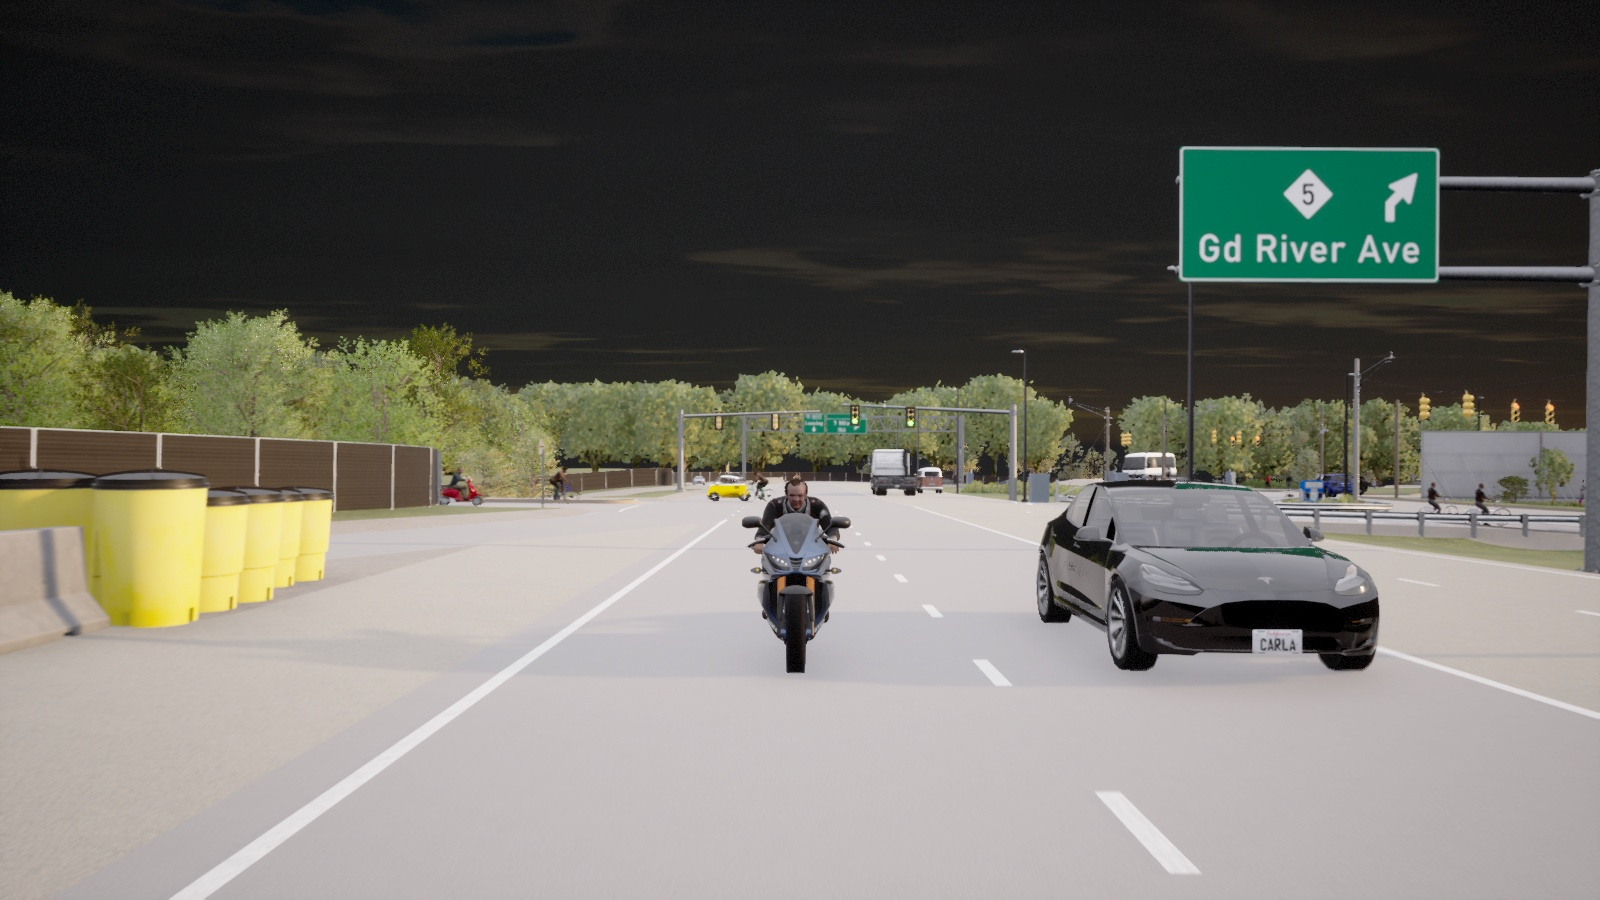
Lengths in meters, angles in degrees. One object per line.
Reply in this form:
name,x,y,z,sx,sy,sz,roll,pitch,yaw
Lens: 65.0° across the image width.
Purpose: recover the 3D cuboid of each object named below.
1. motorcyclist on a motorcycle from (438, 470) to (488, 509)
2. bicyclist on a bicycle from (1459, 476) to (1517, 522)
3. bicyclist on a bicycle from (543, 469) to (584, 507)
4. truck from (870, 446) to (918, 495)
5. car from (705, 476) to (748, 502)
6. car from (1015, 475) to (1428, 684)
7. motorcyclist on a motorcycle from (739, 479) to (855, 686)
motorcyclist on a motorcycle,-13.714,1.603,51.104,1.817,1.590,0.866,0,0,-1
bicyclist on a bicycle,27.999,1.989,51.117,1.843,1.776,0.659,-3,-1,6
bicyclist on a bicycle,-10.301,1.639,54.640,1.656,1.620,0.582,0,-1,0
truck,6.781,1.498,91.641,2.891,3.462,7.936,0,-1,0
car,-3.843,2.038,65.836,2.207,1.376,1.481,0,-2,-1
car,3.473,0.989,11.532,2.163,1.488,4.792,0,-1,0
motorcyclist on a motorcycle,-0.025,1.022,10.543,0.866,1.530,2.191,0,-1,0
